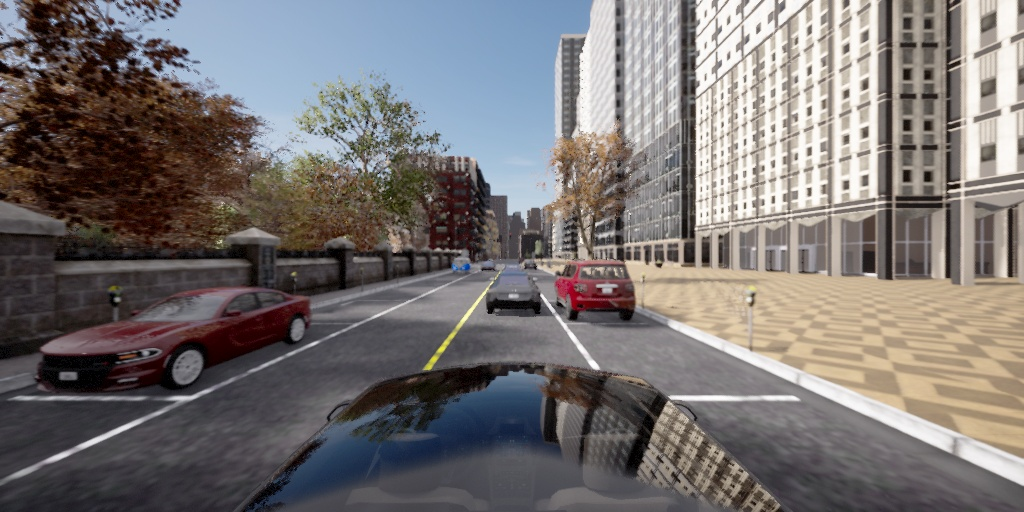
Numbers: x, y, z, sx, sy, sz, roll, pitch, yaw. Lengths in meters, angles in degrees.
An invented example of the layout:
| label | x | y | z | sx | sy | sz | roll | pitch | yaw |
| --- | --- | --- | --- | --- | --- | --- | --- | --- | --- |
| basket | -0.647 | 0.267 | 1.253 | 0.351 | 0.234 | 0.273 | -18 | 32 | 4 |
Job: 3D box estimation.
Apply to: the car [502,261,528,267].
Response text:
| label | x | y | z | sx | sy | sz | roll | pitch | yaw |
| --- | --- | --- | --- | --- | --- | --- | --- | --- | --- |
| car | 0.068 | 1.314 | 29.181 | 1.994 | 1.385 | 4.181 | 0 | 0 | 0 |

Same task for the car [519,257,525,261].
| label | x | y | z | sx | sy | sz | roll | pitch | yaw |
| --- | --- | --- | --- | --- | --- | --- | --- | --- | --- |
| car | 2.672 | 1.306 | 63.340 | 1.751 | 1.417 | 4.829 | 0 | 0 | 0 |

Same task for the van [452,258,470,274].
| label | x | y | z | sx | sy | sz | roll | pitch | yaw |
| --- | --- | --- | --- | --- | --- | --- | --- | --- | --- |
| van | -5.702 | 1.097 | 40.637 | 1.690 | 1.789 | 3.998 | 0 | 0 | 0 |

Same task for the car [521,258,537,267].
| label | x | y | z | sx | sy | sz | roll | pitch | yaw |
| --- | --- | --- | --- | --- | --- | --- | --- | --- | --- |
| car | 2.674 | 1.333 | 51.905 | 1.948 | 1.339 | 4.313 | 0 | 0 | 0 |

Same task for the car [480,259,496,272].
| label | x | y | z | sx | sy | sz | roll | pitch | yaw |
| --- | --- | --- | --- | --- | --- | --- | --- | --- | --- |
| car | -3.104 | 1.310 | 47.474 | 2.033 | 1.411 | 5.357 | 0 | 0 | 0 |

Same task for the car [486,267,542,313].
| label | x | y | z | sx | sy | sz | roll | pitch | yaw |
| --- | --- | --- | --- | --- | --- | --- | --- | --- | --- |
| car | 0.070 | 1.311 | 14.044 | 1.994 | 1.385 | 4.181 | 0 | 0 | 0 |

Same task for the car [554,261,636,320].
| label | x | y | z | sx | sy | sz | roll | pitch | yaw |
| --- | --- | --- | --- | --- | --- | --- | --- | --- | --- |
| car | 2.686 | 1.062 | 12.482 | 2.192 | 1.841 | 5.009 | 0 | 0 | 0 |

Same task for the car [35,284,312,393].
| label | x | y | z | sx | sy | sz | roll | pitch | yaw |
| --- | --- | --- | --- | --- | --- | --- | --- | --- | --- |
| car | -5.692 | 1.293 | 6.847 | 1.888 | 1.381 | 4.507 | 0 | 0 | 0 |
